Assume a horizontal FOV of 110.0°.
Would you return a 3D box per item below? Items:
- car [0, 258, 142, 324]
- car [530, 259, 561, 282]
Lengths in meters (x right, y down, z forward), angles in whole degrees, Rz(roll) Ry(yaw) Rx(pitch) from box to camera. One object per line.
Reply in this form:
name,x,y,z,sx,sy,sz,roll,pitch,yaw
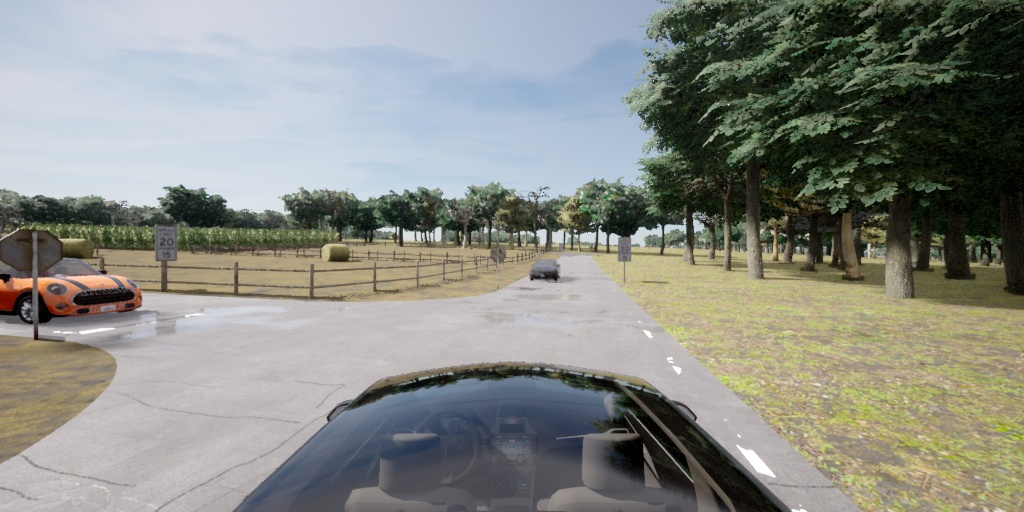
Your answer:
car,-13.353,0.812,10.267,4.553,1.767,2.097,1,1,10
car,2.436,0.958,25.527,1.882,1.535,5.008,0,1,11
